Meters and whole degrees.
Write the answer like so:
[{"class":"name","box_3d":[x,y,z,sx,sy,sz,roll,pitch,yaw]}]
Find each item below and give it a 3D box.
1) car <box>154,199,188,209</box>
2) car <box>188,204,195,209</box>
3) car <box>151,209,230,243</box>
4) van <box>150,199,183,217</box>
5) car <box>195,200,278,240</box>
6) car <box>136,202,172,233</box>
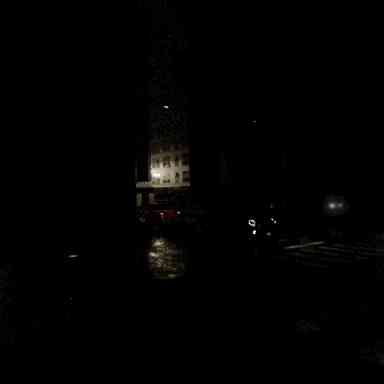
[{"class":"car","box_3d":[-2.647,1.645,25.612,2.097,1.767,4.553,0,0,-35]},{"class":"car","box_3d":[0.241,1.826,31.645,1.752,1.417,4.829,-1,0,-35]},{"class":"car","box_3d":[-0.214,1.790,17.593,1.802,1.307,4.206,-1,0,-35]},{"class":"van","box_3d":[-2.858,1.710,35.989,1.690,1.788,3.998,-1,0,-35]},{"class":"car","box_3d":[2.517,1.532,18.332,2.097,1.767,4.553,0,0,-35]},{"class":"car","box_3d":[-3.411,1.717,22.076,1.967,1.590,4.097,-1,0,-35]}]
